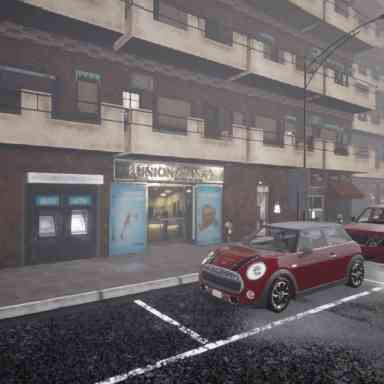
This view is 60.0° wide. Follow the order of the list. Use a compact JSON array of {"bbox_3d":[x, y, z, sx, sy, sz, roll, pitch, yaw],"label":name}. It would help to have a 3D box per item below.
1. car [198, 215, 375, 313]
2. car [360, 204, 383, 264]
[{"bbox_3d":[2.105,1.442,7.605,4.097,1.590,1.967,0,0,-36],"label":"car"},{"bbox_3d":[6.607,1.321,10.827,5.009,1.841,2.192,0,0,-36],"label":"car"}]
